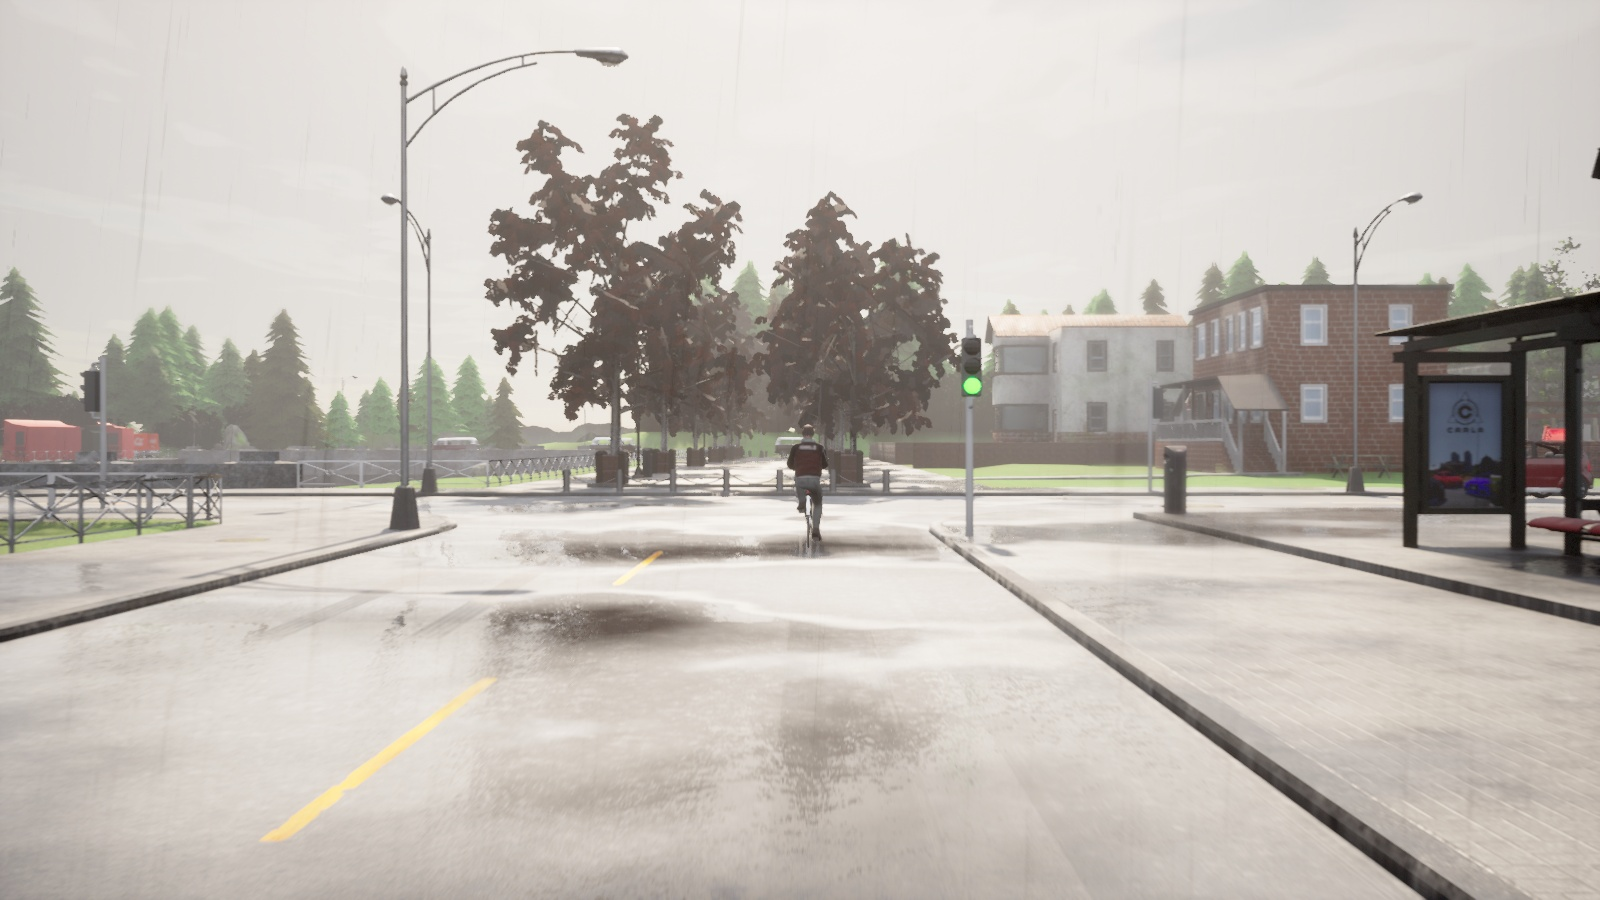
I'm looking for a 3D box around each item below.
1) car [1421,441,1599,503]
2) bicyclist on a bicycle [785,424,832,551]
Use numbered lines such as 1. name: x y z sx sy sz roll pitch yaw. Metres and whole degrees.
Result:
1. car: 18.423 0.556 32.589 3.705 1.549 1.789 0 0 0
2. bicyclist on a bicycle: 0.120 0.513 18.429 0.659 1.776 1.843 0 1 0
